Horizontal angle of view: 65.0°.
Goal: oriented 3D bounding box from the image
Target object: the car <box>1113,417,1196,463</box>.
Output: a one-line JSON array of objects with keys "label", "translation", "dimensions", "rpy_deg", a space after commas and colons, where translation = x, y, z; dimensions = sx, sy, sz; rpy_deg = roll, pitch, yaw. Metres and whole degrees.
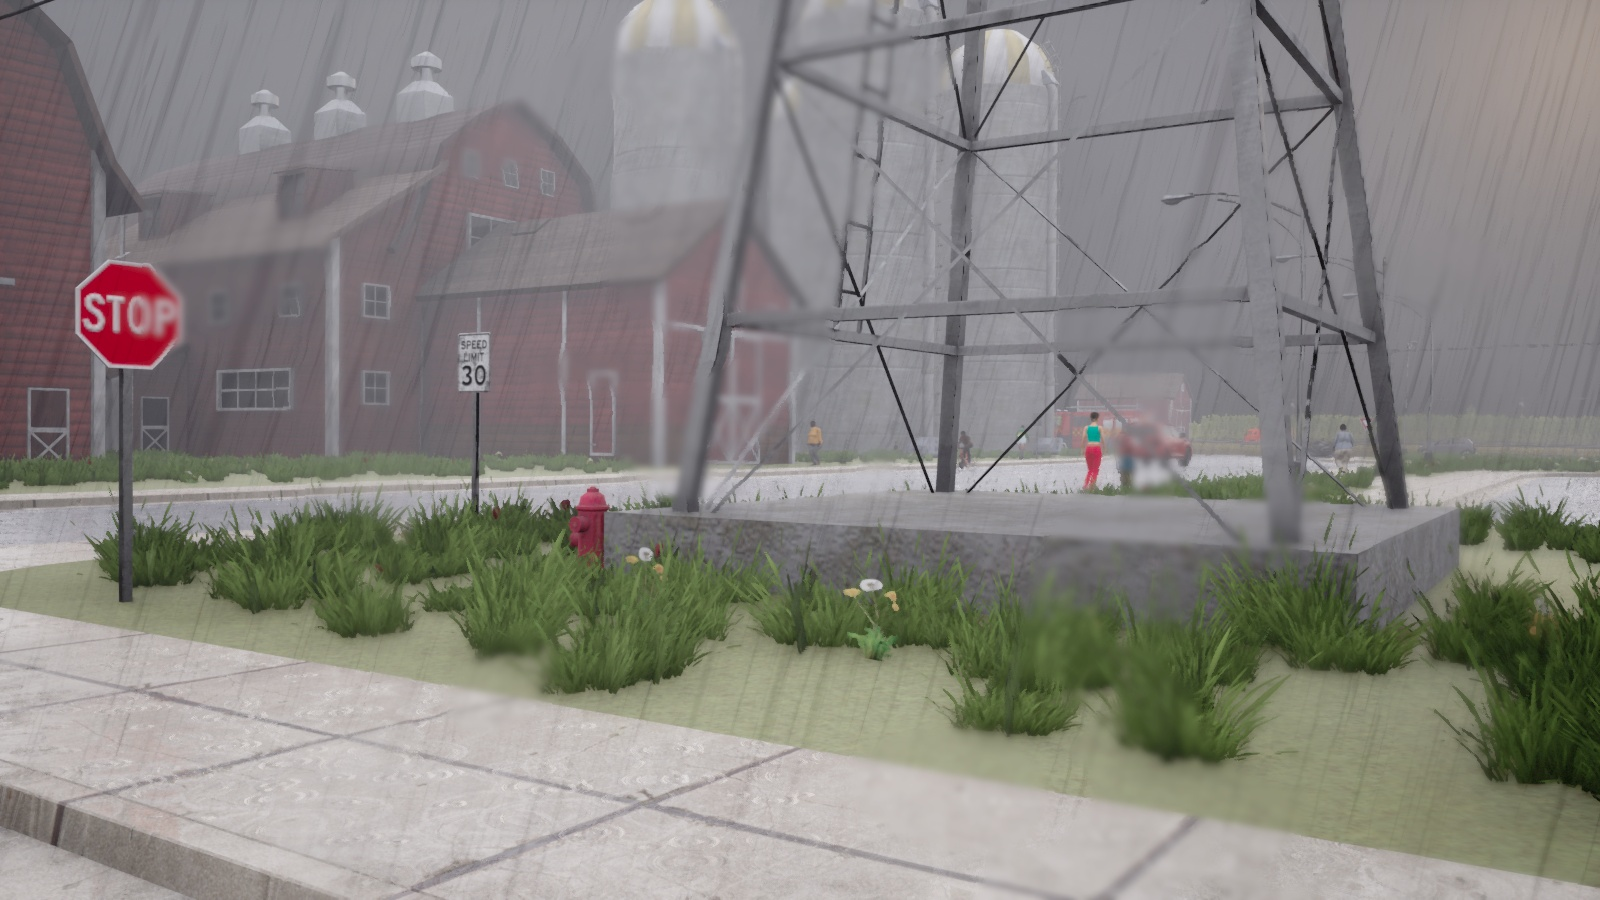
[{"label": "car", "translation": [16.545, -0.497, 58.404], "dimensions": [2.150, 2.045, 5.566], "rpy_deg": [0, 1, 33]}]

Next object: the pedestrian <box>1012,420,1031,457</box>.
[{"label": "pedestrian", "translation": [11.779, -0.631, 66.667], "dimensions": [0.659, 1.952, 0.873], "rpy_deg": [0, 1, 36]}]

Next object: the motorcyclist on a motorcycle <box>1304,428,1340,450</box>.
[{"label": "motorcyclist on a motorcycle", "translation": [36.568, -0.765, 87.949], "dimensions": [2.191, 1.530, 0.866], "rpy_deg": [0, 1, 33]}]

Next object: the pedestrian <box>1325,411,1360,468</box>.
[{"label": "pedestrian", "translation": [18.155, -0.353, 42.042], "dimensions": [0.874, 1.855, 0.900], "rpy_deg": [0, 1, 11]}]

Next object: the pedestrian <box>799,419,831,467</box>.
[{"label": "pedestrian", "translation": [0.596, -0.289, 49.102], "dimensions": [0.900, 1.855, 0.874], "rpy_deg": [-1, 1, -45]}]

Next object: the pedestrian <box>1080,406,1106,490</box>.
[{"label": "pedestrian", "translation": [6.425, -0.047, 27.516], "dimensions": [0.345, 1.836, 0.594], "rpy_deg": [0, 1, 34]}]

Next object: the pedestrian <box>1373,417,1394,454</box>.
[{"label": "pedestrian", "translation": [29.217, -0.736, 62.870], "dimensions": [0.874, 1.855, 0.900], "rpy_deg": [0, 1, 32]}]

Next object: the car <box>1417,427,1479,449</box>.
[{"label": "car", "translation": [44.769, -0.844, 86.729], "dimensions": [3.633, 1.501, 1.845], "rpy_deg": [0, 1, 33]}]

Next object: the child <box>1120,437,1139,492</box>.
[{"label": "child", "translation": [7.313, 0.320, 27.878], "dimensions": [0.343, 1.192, 0.448], "rpy_deg": [0, 1, 21]}]
